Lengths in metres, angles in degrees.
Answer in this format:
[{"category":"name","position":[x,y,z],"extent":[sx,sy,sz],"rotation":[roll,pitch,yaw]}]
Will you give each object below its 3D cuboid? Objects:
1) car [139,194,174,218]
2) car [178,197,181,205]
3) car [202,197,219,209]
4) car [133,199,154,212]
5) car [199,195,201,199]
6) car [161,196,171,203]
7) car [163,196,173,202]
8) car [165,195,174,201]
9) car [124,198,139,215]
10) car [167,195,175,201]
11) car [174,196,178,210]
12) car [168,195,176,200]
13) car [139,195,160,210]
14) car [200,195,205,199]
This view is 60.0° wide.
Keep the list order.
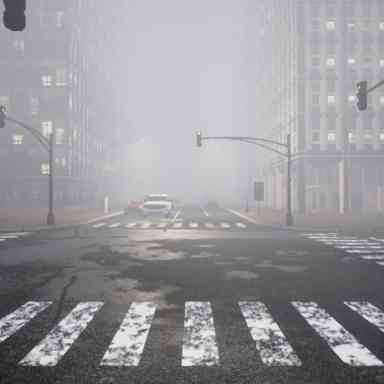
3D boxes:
[{"category":"car","position":[-3.083,1.232,30.352],"extent":[2.150,2.045,5.566],"rotation":[0,0,0]},{"category":"car","position":[-3.016,1.588,60.235],"extent":[1.994,1.385,4.181],"rotation":[0,0,1]},{"category":"car","position":[2.724,1.599,44.997],"extent":[1.802,1.307,4.206],"rotation":[1,0,0]},{"category":"car","position":[-5.659,1.597,39.364],"extent":[1.802,1.307,4.206],"rotation":[1,0,0]},{"category":"car","position":[2.733,1.589,61.730],"extent":[1.947,1.339,4.313],"rotation":[1,0,0]},{"category":"car","position":[-5.642,1.573,72.814],"extent":[1.887,1.381,4.507],"rotation":[1,0,0]},{"category":"car","position":[-5.639,1.581,78.390],"extent":[2.008,1.369,4.403],"rotation":[1,0,0]},{"category":"car","position":[-5.637,1.577,83.965],"extent":[1.887,1.381,4.507],"rotation":[1,0,0]},{"category":"car","position":[-5.658,1.453,33.789],"extent":[1.967,1.590,4.097],"rotation":[1,0,0]},{"category":"car","position":[-5.634,1.586,89.540],"extent":[2.008,1.369,4.403],"rotation":[1,0,0]},{"category":"car","position":[-3.079,1.541,41.366],"extent":[1.812,1.442,4.674],"rotation":[0,0,0]},{"category":"car","position":[-5.632,1.604,95.115],"extent":[1.947,1.339,4.313],"rotation":[1,0,0]},{"category":"car","position":[-5.650,1.332,44.939],"extent":[2.192,1.841,5.009],"rotation":[1,0,0]},{"category":"car","position":[2.731,1.547,56.322],"extent":[1.752,1.417,4.829],"rotation":[1,0,0]}]
